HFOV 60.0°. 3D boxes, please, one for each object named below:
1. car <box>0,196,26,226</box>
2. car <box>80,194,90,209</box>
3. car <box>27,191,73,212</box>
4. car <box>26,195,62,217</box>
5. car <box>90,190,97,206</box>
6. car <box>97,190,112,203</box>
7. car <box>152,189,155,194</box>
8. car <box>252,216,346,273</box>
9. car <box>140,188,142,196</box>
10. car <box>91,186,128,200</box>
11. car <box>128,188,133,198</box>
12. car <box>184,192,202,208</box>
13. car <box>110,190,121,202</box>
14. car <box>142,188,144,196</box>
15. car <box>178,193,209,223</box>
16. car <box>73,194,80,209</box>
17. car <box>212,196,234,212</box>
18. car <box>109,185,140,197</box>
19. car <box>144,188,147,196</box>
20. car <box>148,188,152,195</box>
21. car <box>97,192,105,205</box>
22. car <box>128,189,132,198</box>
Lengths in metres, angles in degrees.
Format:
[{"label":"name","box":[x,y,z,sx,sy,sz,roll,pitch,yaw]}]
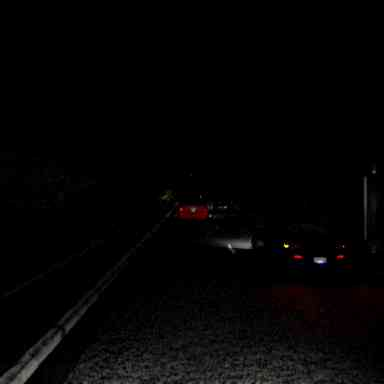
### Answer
[{"label":"car","box":[-13.812,1.097,20.852,5.566,2.045,2.435,-1,0,-20]},{"label":"car","box":[-13.827,1.176,35.859,4.674,1.452,2.002,-1,1,-20]},{"label":"car","box":[-13.857,0.982,29.831,5.566,2.045,2.435,-1,1,-20]},{"label":"car","box":[-13.659,1.270,26.908,5.366,1.575,1.946,-1,0,-20]},{"label":"car","box":[-13.855,0.950,38.844,4.553,1.767,2.185,-1,1,-20]},{"label":"car","box":[-13.811,0.950,44.857,5.008,1.535,2.097,-1,2,-20]},{"label":"car","box":[-13.791,-0.146,92.858,5.566,2.045,2.435,-1,1,-20]},{"label":"car","box":[3.100,1.463,10.351,1.812,1.442,4.674,0,0,0]},{"label":"car","box":[-13.771,0.286,71.865,4.553,1.767,2.185,-1,1,-20]},{"label":"car","box":[-13.792,0.502,53.869,5.566,2.045,2.435,-1,1,-20]},{"label":"car","box":[-13.982,0.631,59.792,5.366,1.575,1.946,-1,1,-20]},{"label":"car","box":[0.102,0.889,41.081,2.097,1.767,4.553,0,1,0]},{"label":"car","box":[-13.788,0.846,50.873,4.792,1.488,2.163,-1,1,-20]},{"label":"car","box":[-13.832,0.240,74.850,4.553,1.767,2.185,-1,1,-20]},{"label":"car","box":[0.100,1.175,23.781,2.097,1.767,4.553,0,1,0]},{"label":"car","box":[-13.852,1.215,32.835,4.792,1.488,2.163,-1,1,-20]},{"label":"car","box":[3.101,1.177,33.352,2.128,1.511,4.902,0,1,0]},{"label":"car","box":[-13.832,0.265,65.837,5.566,2.045,2.435,-1,1,-20]},{"label":"car","box":[-13.804,0.321,77.862,4.892,1.521,2.231,-1,1,-20]},{"label":"car","box":[-13.820,-0.019,83.846,5.566,2.045,2.435,-1,1,-20]},{"label":"car","box":[-13.823,1.054,41.858,4.674,1.452,2.002,-1,1,-20]},{"label":"car","box":[-13.636,0.683,56.926,5.366,1.575,1.946,-1,1,-20]}]
